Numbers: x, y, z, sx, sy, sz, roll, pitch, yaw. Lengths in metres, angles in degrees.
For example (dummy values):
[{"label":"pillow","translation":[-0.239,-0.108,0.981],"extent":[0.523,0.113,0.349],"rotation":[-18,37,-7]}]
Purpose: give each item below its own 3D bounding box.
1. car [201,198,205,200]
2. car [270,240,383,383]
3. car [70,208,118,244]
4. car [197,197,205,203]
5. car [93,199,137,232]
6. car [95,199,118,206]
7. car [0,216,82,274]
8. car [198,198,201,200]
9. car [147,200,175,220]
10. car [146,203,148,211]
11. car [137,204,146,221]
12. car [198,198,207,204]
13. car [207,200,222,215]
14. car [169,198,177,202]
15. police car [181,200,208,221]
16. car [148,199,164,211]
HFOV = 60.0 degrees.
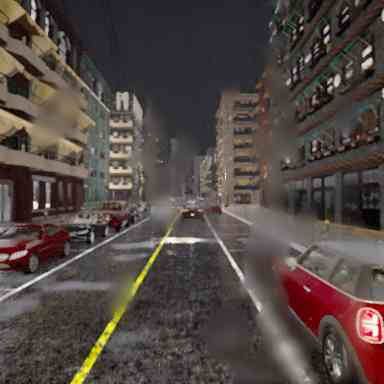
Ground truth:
[{"label":"car","translation":[2.526,1.833,44.209],"extent":[1.967,1.590,4.097],"rotation":[1,-1,0]},{"label":"car","translation":[2.570,1.490,5.367],"extent":[1.967,1.590,4.097],"rotation":[1,-1,0]},{"label":"car","translation":[-5.325,1.699,16.433],"extent":[2.008,1.369,4.403],"rotation":[1,-1,0]},{"label":"car","translation":[2.469,2.263,93.648],"extent":[1.967,1.590,4.097],"rotation":[1,0,0]},{"label":"car","translation":[-5.328,1.512,21.984],"extent":[2.192,1.841,5.009],"rotation":[1,-1,0]},{"label":"car","translation":[-17.702,2.194,69.098],"extent":[4.313,1.339,1.947],"rotation":[0,-1,-1]},{"label":"car","translation":[-5.319,1.681,10.884],"extent":[1.802,1.307,4.206],"rotation":[1,-1,0]},{"label":"car","translation":[-0.005,1.888,46.148],"extent":[1.882,1.535,5.008],"rotation":[0,0,0]},{"label":"car","translation":[-2.879,1.811,32.049],"extent":[1.812,1.442,4.674],"rotation":[0,0,0]},{"label":"car","translation":[-5.361,1.975,44.176],"extent":[1.802,1.307,4.206],"rotation":[1,-1,0]},{"label":"car","translation":[-5.337,1.812,27.531],"extent":[1.947,1.339,4.313],"rotation":[1,-1,0]},{"label":"car","translation":[2.481,2.276,82.305],"extent":[2.008,1.369,4.403],"rotation":[1,0,0]},{"label":"car","translation":[2.530,1.926,38.659],"extent":[1.802,1.307,4.206],"rotation":[1,-1,0]},{"label":"car","translation":[-5.405,2.298,87.767],"extent":[1.752,1.417,4.829],"rotation":[1,0,0]},{"label":"police car","translation":[0.061,1.768,30.061],"extent":[2.038,1.542,4.974],"rotation":[0,-1,0]},{"label":"car","translation":[-5.370,1.882,49.727],"extent":[1.967,1.590,4.097],"rotation":[1,-1,0]}]
